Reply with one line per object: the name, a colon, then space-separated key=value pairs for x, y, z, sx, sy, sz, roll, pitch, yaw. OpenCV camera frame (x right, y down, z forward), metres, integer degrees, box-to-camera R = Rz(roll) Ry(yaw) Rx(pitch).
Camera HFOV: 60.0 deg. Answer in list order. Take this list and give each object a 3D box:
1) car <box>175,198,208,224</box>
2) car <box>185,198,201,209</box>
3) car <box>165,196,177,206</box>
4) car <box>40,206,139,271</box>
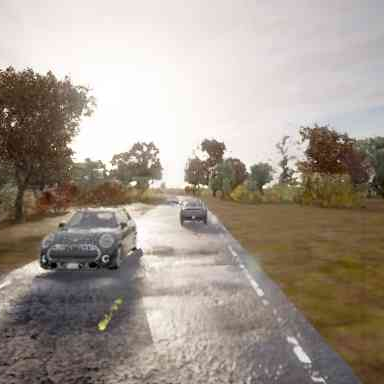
car: x=0.110 y=1.415 z=23.792 sx=2.128 sy=1.511 sz=4.902 roll=0 pitch=0 yaw=0
car: x=0.117 y=1.454 z=42.528 sx=1.895 sy=1.301 sz=4.718 roll=0 pitch=0 yaw=0
car: x=-3.039 y=1.341 z=52.345 sx=1.812 sy=1.442 sz=4.674 roll=0 pitch=0 yaw=0
car: x=-3.095 y=1.319 z=10.872 sx=2.097 sy=1.767 sz=4.553 roll=0 pitch=0 yaw=0
